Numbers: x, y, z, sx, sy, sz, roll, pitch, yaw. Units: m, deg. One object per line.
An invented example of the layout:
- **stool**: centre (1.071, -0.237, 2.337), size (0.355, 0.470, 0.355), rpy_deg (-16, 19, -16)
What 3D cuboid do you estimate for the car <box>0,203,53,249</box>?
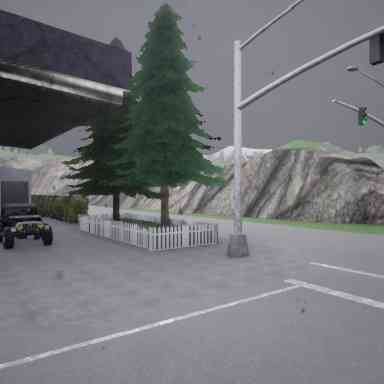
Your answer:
- **car**: centre (-8.030, 1.505, 15.815), size (1.905, 1.878, 3.866), rpy_deg (0, 0, -37)
